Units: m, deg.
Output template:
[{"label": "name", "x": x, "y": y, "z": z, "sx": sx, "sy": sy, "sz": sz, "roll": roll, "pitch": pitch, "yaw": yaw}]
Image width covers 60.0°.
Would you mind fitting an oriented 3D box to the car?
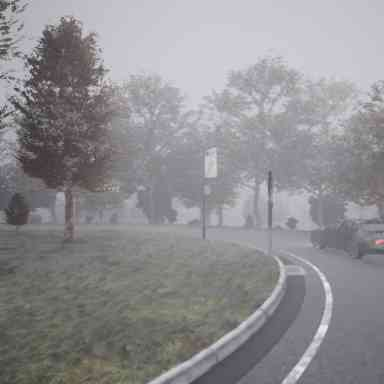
[{"label": "car", "x": 6.677, "y": 1.803, "z": 13.472, "sx": 2.033, "sy": 1.411, "sz": 5.357, "roll": 0, "pitch": -3, "yaw": -4}]
